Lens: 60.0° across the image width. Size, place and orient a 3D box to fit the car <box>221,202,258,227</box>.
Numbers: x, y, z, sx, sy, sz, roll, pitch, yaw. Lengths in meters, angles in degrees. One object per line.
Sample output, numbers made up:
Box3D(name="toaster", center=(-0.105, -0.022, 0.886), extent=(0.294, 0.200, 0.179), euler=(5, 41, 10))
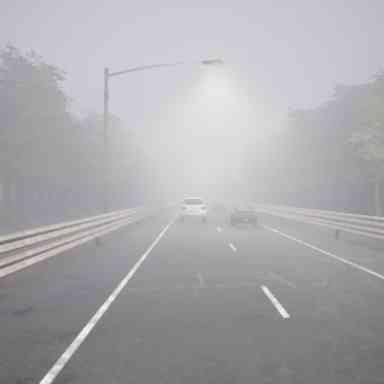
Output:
Box3D(name="car", center=(3.621, 1.733, 24.715), extent=(2.128, 1.511, 4.902), euler=(0, 0, 0))

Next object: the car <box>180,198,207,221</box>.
Box3D(name="car", center=(0.129, 1.506, 29.897), extent=(2.150, 2.045, 5.566), euler=(0, 0, 0))

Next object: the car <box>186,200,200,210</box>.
Box3D(name="car", center=(0.148, 2.002, 52.040), extent=(2.128, 1.511, 4.902), euler=(0, -1, 0))

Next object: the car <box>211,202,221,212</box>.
Box3D(name="car", center=(3.643, 2.062, 46.553), extent=(1.895, 1.301, 4.718), euler=(0, -1, 0))
